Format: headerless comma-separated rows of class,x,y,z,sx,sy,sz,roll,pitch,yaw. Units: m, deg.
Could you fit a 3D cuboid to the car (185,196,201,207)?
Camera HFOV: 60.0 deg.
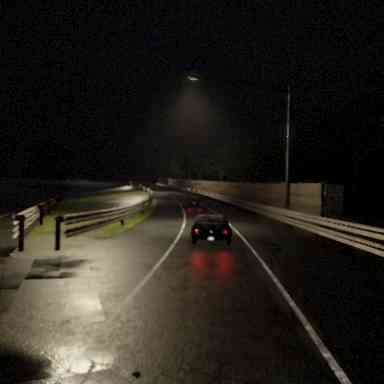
car,0.060,1.250,47.854,1.812,1.442,4.674,1,2,-6

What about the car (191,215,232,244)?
car,0.952,1.827,17.218,1.895,1.301,4.718,1,0,2
